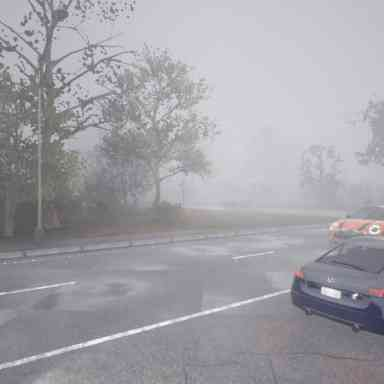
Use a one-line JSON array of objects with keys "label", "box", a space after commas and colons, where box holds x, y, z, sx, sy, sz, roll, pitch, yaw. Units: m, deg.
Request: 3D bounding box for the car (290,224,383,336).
[{"label": "car", "box": [3.839, 1.564, 6.434, 4.181, 1.385, 1.994, 0, 0, -35]}]

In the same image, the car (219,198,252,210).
[{"label": "car", "box": [5.720, 1.526, 44.558, 2.128, 1.511, 4.902, 0, 0, -43]}]

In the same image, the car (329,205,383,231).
[{"label": "car", "box": [7.612, 1.351, 13.599, 4.553, 1.767, 2.097, 0, 0, -35]}]
